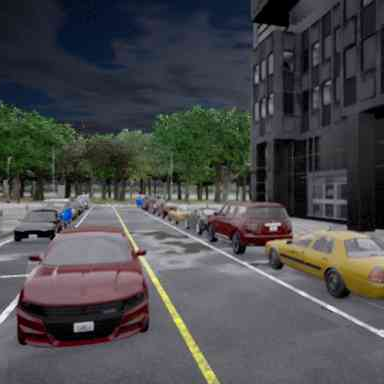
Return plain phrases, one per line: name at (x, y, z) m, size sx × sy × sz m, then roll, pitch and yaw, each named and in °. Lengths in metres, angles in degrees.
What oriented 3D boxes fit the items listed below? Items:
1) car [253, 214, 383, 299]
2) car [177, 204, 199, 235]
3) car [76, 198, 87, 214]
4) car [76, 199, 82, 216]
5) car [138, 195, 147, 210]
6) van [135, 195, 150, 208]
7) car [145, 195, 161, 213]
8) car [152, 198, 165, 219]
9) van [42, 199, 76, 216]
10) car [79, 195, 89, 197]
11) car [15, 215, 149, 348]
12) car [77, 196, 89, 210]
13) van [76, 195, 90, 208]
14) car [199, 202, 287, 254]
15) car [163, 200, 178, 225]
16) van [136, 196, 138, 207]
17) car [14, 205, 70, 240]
car at (3.475, 1.524, 8.425) m, size 1.752 × 1.417 × 4.829 m, roll 0°, pitch 0°, yaw -15°
car at (0.756, 1.551, 18.779) m, size 2.008 × 1.369 × 4.403 m, roll 0°, pitch 0°, yaw -15°
car at (-11.634, 1.572, 32.391) m, size 1.947 × 1.339 × 4.313 m, roll 0°, pitch 0°, yaw -15°
car at (-10.210, 1.530, 26.968) m, size 1.752 × 1.417 × 4.829 m, roll 0°, pitch 0°, yaw -15°
car at (-4.770, 1.322, 39.816) m, size 2.192 × 1.841 × 5.009 m, roll 0°, pitch 0°, yaw -15°
van at (-7.533, 1.354, 50.334) m, size 1.690 × 1.788 × 3.998 m, roll 0°, pitch 0°, yaw -15°
car at (-3.389, 1.445, 34.556) m, size 1.967 × 1.590 × 4.097 m, roll 0°, pitch 0°, yaw -15°
car at (-2.007, 1.548, 29.298) m, size 1.887 × 1.381 × 4.507 m, roll 0°, pitch 0°, yaw -15°
van at (-8.872, 1.344, 21.873) m, size 1.690 × 1.788 × 3.998 m, roll 0°, pitch 0°, yaw -15°
car at (-14.397, 1.451, 42.909) m, size 1.967 × 1.590 × 4.097 m, roll 0°, pitch 0°, yaw -15°
car at (-2.037, 1.478, 6.734) m, size 1.882 × 1.535 × 5.008 m, roll 0°, pitch 0°, yaw -15°
car at (-12.972, 1.534, 37.486) m, size 1.752 × 1.417 × 4.829 m, roll 0°, pitch 0°, yaw -15°
van at (-15.779, 1.355, 48.169) m, size 1.690 × 1.788 × 3.998 m, roll 0°, pitch 0°, yaw -15°
car at (2.137, 1.315, 13.520) m, size 2.192 × 1.841 × 5.009 m, roll 0°, pitch 0°, yaw -15°
car at (-0.669, 1.527, 24.203) m, size 1.752 × 1.417 × 4.829 m, roll 0°, pitch 0°, yaw -15°
van at (-6.152, 1.351, 45.075) m, size 1.690 × 1.788 × 3.998 m, roll 0°, pitch 0°, yaw -15°
car at (-7.490, 1.567, 16.613) m, size 1.947 × 1.339 × 4.313 m, roll 0°, pitch 0°, yaw -15°
